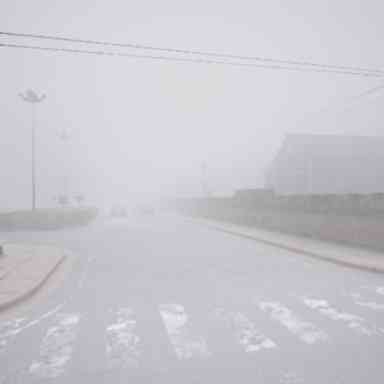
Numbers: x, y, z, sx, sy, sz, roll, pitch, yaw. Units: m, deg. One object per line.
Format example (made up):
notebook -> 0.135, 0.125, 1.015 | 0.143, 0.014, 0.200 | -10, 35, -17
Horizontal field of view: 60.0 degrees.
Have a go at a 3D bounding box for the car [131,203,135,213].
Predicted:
car -> -8.481, 2.655, 54.042 | 1.882, 1.535, 5.008 | -1, -1, -14

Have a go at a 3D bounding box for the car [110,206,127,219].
car -> -9.137, 2.452, 41.520 | 2.128, 1.511, 4.902 | -1, -1, -13

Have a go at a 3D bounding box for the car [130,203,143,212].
car -> -10.332, 2.848, 61.710 | 2.128, 1.511, 4.902 | -1, -1, -14

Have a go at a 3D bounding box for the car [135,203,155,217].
car -> -6.002, 2.432, 43.966 | 2.128, 1.511, 4.902 | -1, -1, -13
